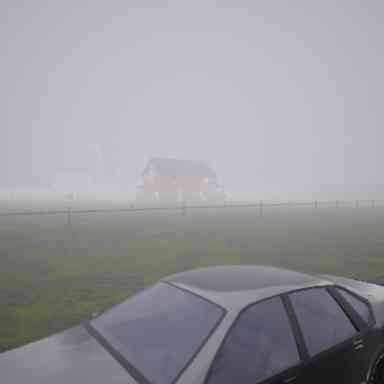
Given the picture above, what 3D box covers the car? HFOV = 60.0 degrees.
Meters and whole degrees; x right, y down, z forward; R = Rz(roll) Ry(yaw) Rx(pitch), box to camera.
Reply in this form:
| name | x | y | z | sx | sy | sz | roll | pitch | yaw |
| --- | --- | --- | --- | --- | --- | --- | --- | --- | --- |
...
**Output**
| name | x | y | z | sx | sy | sz | roll | pitch | yaw |
| --- | --- | --- | --- | --- | --- | --- | --- | --- | --- |
| car | 0.359 | 1.547 | 3.332 | 5.357 | 1.411 | 2.033 | 0 | 0 | -36 |
